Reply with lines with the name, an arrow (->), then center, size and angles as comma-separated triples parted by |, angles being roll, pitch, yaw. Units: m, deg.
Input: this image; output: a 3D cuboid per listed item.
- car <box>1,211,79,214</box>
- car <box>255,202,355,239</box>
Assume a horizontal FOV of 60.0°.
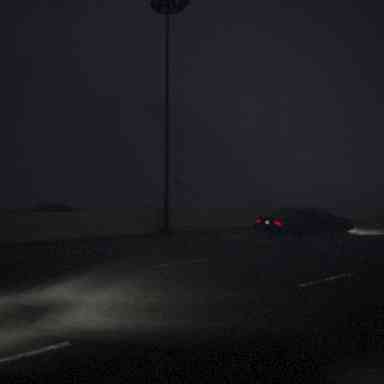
car -> -8.589, 1.302, 19.254 | 4.674, 1.442, 1.812 | 0, 1, -34
car -> 5.627, 1.435, 16.412 | 5.357, 1.411, 2.033 | 0, 0, -29
